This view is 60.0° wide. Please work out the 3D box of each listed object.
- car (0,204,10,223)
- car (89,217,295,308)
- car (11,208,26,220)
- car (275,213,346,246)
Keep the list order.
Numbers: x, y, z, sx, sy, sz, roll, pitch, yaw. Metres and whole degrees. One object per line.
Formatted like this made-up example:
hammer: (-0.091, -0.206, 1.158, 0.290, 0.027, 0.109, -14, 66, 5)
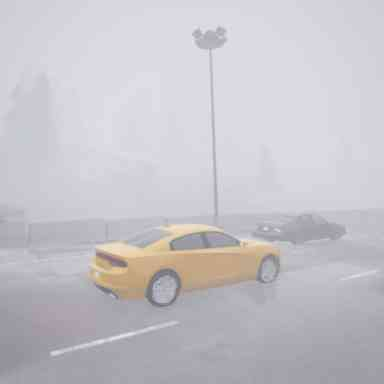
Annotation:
car: (-12.262, 1.477, 16.733, 5.008, 1.535, 1.882, 1, 0, -36)
car: (0.088, 1.533, 8.121, 5.008, 1.535, 1.882, 1, -1, -36)
car: (-16.153, 1.632, 26.865, 4.718, 1.301, 1.895, 1, 0, -36)
car: (5.291, 1.716, 16.164, 5.357, 1.411, 2.033, 1, -1, -36)
